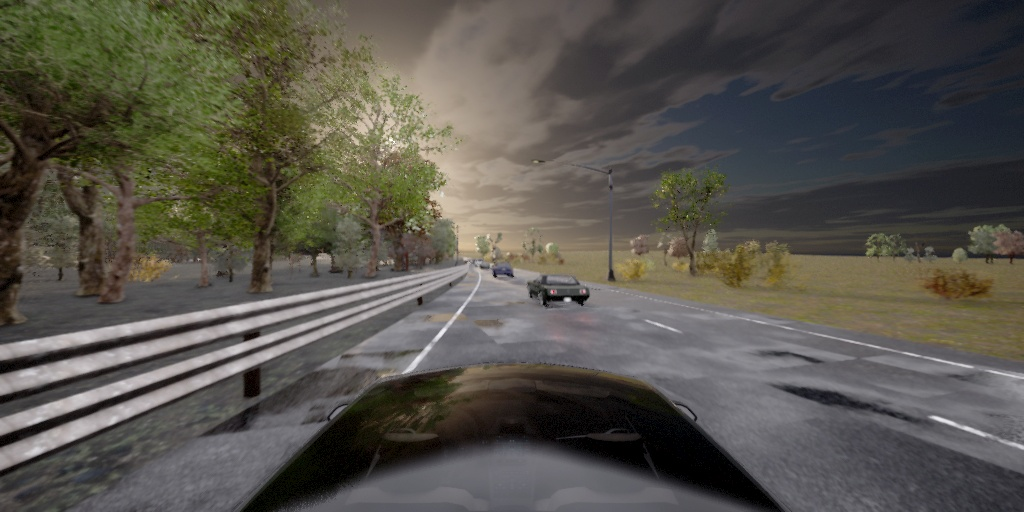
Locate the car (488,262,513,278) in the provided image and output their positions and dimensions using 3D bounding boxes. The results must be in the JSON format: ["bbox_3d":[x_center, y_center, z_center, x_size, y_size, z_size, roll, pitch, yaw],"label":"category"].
[{"bbox_3d":[-1.139,1.406,39.276,2.097,1.767,4.553,0,-1,-8],"label":"car"}]

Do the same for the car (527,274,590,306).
[{"bbox_3d":[1.940,1.482,16.578,1.895,1.301,4.718,0,0,-8],"label":"car"}]
